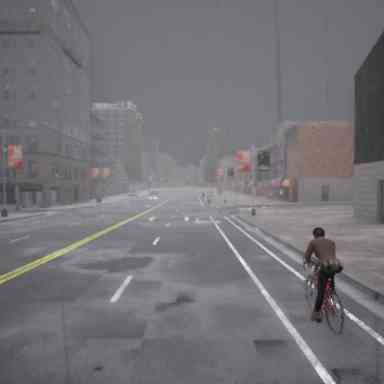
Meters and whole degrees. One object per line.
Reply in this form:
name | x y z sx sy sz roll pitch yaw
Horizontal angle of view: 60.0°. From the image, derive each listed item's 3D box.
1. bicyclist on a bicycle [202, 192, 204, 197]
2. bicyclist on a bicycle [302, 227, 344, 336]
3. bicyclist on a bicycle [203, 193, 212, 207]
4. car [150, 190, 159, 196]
bicyclist on a bicycle | 2.250 0.858 65.780 0.659 1.776 1.843 0 1 0
bicyclist on a bicycle | 2.248 1.450 5.743 0.582 1.620 1.656 0 0 0
bicyclist on a bicycle | 2.273 1.274 44.648 0.866 1.612 1.509 1 -1 0
car | -9.751 0.174 85.935 1.994 1.385 4.181 0 1 0
